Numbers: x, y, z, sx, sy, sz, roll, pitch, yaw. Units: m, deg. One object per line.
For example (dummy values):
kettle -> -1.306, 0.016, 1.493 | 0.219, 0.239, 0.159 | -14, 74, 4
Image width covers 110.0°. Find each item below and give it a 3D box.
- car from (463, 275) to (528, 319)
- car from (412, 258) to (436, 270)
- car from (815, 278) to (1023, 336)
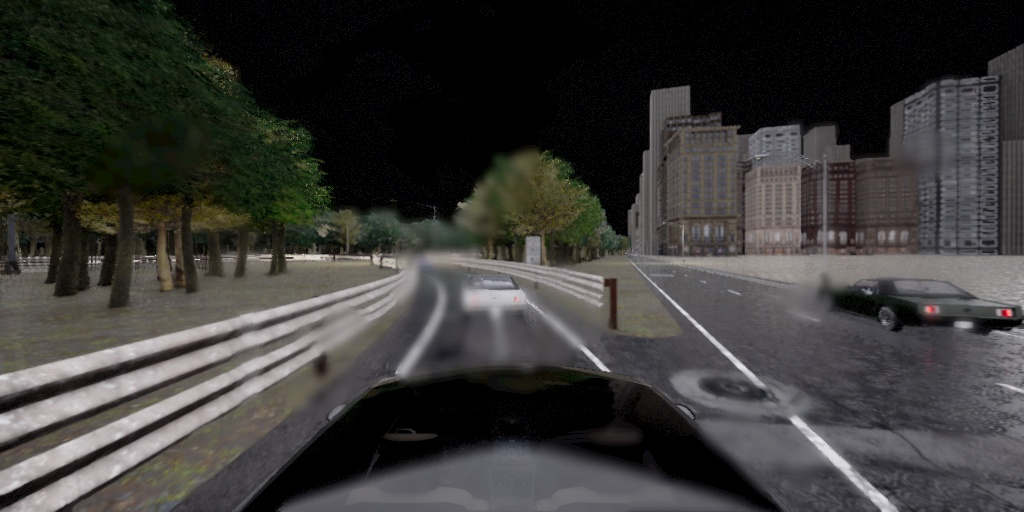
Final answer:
car -> -0.736, 1.293, 12.519 | 1.895, 1.301, 4.718 | 0, 0, -7
car -> -10.568, 0.916, 42.558 | 2.033, 1.411, 5.357 | 0, 1, -29
car -> 10.793, 1.262, 10.155 | 1.895, 1.301, 4.718 | 0, 0, 17
